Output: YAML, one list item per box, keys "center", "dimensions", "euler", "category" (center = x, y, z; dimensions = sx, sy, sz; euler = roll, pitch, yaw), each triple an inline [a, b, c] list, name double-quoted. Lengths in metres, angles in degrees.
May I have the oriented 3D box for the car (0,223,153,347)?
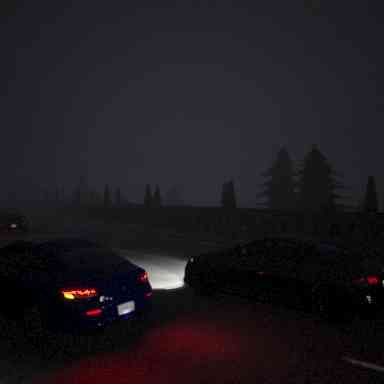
- center: [-2.756, 1.554, 6.380]
  dimensions: [4.674, 1.442, 1.812]
  euler: [0, 0, 39]
  category: "car"

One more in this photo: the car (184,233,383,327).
- center: [1.859, 1.595, 7.184]
  dimensions: [4.181, 1.385, 1.994]
  euler: [0, 0, 37]
  category: "car"

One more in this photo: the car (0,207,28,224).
- center: [-10.955, 1.610, 19.387]
  dimensions: [1.812, 1.442, 4.674]
  euler: [0, 0, -41]
  category: "car"
